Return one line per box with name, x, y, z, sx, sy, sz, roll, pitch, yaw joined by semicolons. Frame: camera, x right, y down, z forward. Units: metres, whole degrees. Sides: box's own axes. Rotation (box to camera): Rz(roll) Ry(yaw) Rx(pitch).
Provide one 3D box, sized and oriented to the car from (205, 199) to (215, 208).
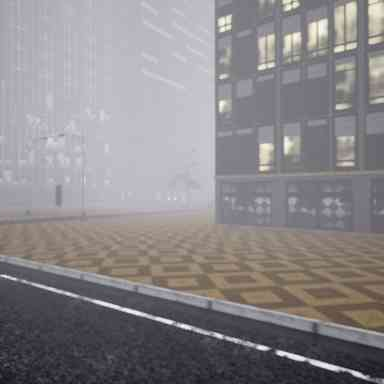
car;4.218;1.866;56.593;2.097;1.767;4.553;0;0;37
